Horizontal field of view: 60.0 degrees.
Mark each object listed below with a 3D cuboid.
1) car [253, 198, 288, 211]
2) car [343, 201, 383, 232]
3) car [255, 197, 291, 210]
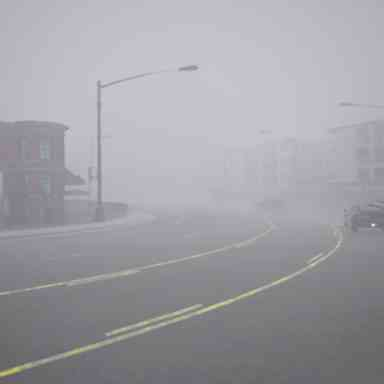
[{"bbox_3d":[9.313,1.509,40.692,2.128,1.511,4.902,0,0,-20],"label":"car"},{"bbox_3d":[10.316,1.484,19.899,1.837,1.490,4.892,0,0,17],"label":"car"},{"bbox_3d":[10.933,1.508,45.407,2.128,1.511,4.902,0,0,-26],"label":"car"}]
